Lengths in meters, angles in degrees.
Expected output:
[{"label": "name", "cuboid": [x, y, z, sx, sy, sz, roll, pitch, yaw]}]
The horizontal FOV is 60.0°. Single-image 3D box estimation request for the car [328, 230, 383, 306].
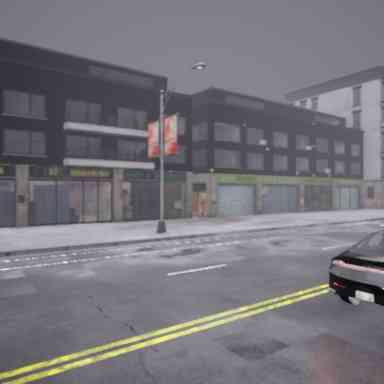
[{"label": "car", "cuboid": [4.813, 1.506, 6.874, 4.902, 1.511, 2.128, 0, 0, -35]}]
